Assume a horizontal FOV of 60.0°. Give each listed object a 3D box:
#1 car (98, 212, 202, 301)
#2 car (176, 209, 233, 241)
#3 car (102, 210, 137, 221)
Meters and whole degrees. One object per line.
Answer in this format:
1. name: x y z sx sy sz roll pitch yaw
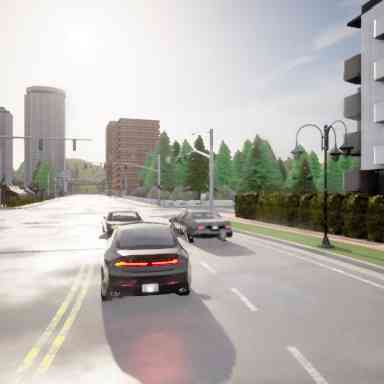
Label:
1. car: -1.272 1.505 8.443 1.837 1.490 4.892 0 0 -12
2. car: 0.249 1.547 16.424 2.033 1.411 5.357 0 0 -17
3. car: -3.637 1.601 17.259 1.895 1.301 4.718 0 0 -18
